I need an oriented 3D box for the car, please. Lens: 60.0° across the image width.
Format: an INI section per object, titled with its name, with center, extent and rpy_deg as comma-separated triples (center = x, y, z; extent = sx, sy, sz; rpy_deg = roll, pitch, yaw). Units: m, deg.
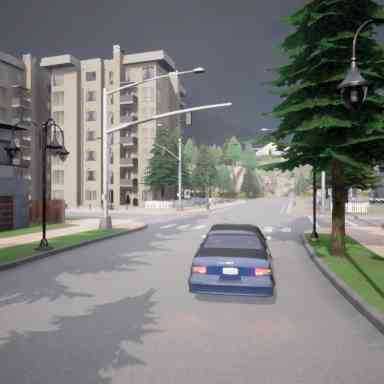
[car]
center = 1.131, 1.547, 8.790
extent = 2.033, 1.411, 5.357
rpy_deg = 0, 0, 9
